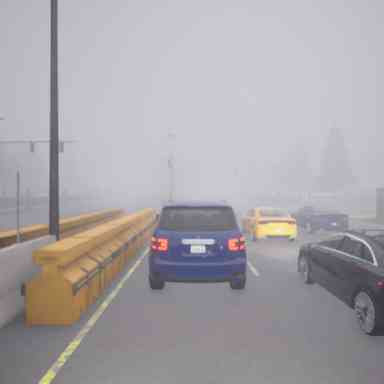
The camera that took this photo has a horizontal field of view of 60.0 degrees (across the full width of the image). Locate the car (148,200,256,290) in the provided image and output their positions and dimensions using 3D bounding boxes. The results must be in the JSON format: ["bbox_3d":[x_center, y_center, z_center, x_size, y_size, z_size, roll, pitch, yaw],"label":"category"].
[{"bbox_3d":[0.127,1.215,9.220,2.150,2.045,5.566,0,0,0],"label":"car"}]

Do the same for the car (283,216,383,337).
[{"bbox_3d":[3.615,1.486,6.612,2.128,1.511,4.902,0,0,0],"label":"car"}]

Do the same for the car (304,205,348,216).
[{"bbox_3d":[7.154,1.464,19.160,1.882,1.535,5.008,0,0,0],"label":"car"}]

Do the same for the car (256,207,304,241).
[{"bbox_3d":[3.646,1.466,16.454,1.882,1.535,5.008,0,0,0],"label":"car"}]

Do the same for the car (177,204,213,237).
[{"bbox_3d":[0.154,1.491,19.069,1.837,1.490,4.892,0,0,0],"label":"car"}]
